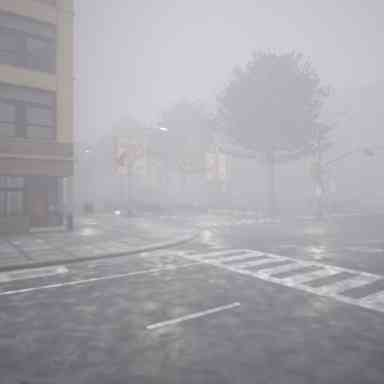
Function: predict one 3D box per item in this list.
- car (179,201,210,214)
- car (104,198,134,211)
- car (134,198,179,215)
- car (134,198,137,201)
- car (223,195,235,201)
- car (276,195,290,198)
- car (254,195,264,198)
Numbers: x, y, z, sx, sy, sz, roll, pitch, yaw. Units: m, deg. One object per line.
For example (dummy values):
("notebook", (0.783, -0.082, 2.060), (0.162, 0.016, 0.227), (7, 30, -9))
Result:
("car", (-0.238, 1.617, 35.010), (1.895, 1.301, 4.718), (0, 0, -36))
("car", (-9.591, 1.518, 42.051), (1.837, 1.490, 4.892), (0, 0, -35))
("car", (-3.697, 1.614, 33.825), (1.895, 1.301, 4.718), (0, 0, -36))
("car", (-6.267, 1.507, 43.416), (2.128, 1.511, 4.902), (0, 0, -36))
("car", (7.822, 1.454, 76.701), (2.161, 1.482, 4.786), (0, 0, -36))
("car", (18.305, 1.364, 69.226), (2.002, 1.452, 4.674), (0, 0, -36))
("car", (17.468, 1.513, 83.158), (1.895, 1.301, 4.718), (0, 0, -36))
